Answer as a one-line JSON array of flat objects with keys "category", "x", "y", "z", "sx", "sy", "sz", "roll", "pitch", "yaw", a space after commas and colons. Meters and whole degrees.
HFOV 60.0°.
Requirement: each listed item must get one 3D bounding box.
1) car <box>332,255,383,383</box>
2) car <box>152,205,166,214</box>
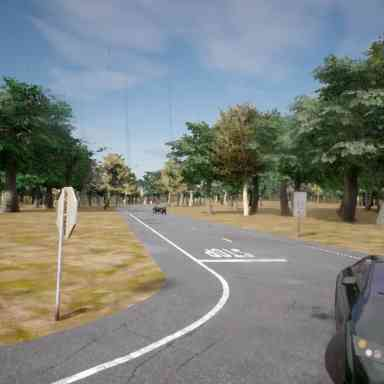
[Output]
[{"category": "car", "x": 3.089, "y": 1.642, "z": 4.595, "sx": 1.994, "sy": 1.385, "sz": 4.181, "roll": 1, "pitch": -1, "yaw": 22}, {"category": "car", "x": -5.602, "y": 2.963, "z": 56.870, "sx": 1.882, "sy": 1.535, "sz": 5.008, "roll": 3, "pitch": -2, "yaw": -14}]
